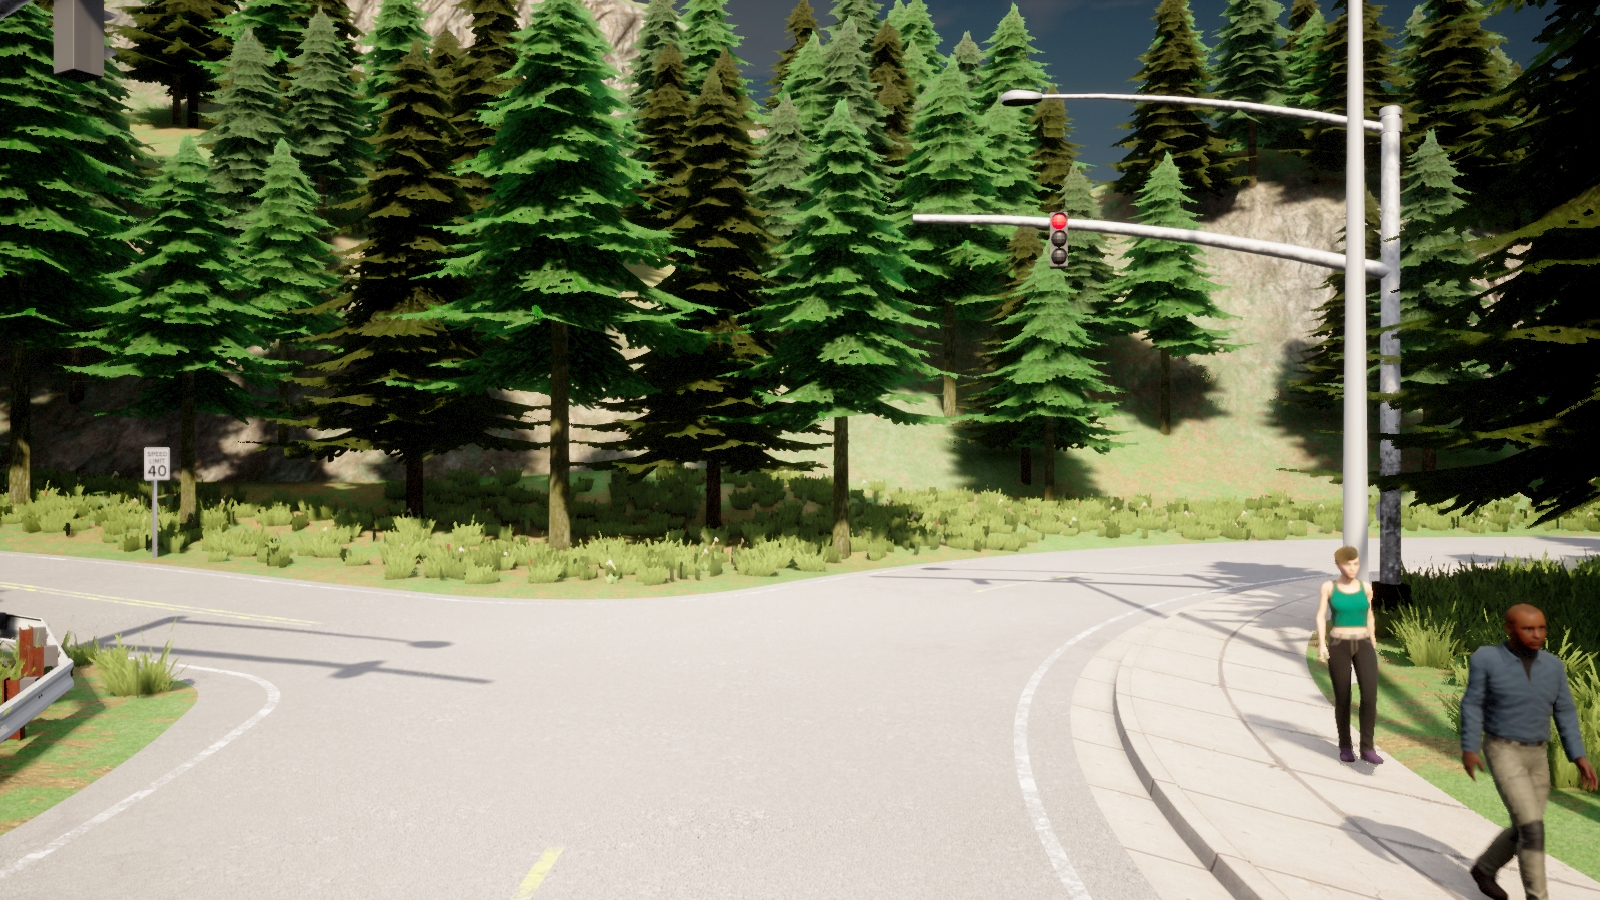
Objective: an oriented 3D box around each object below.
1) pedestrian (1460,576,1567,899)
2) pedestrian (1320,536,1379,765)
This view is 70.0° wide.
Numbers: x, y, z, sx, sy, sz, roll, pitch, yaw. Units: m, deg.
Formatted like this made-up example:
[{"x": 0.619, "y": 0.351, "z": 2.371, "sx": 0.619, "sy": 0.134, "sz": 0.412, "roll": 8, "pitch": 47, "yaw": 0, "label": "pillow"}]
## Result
[{"x": 4.065, "y": 1.669, "z": 6.522, "sx": 0.375, "sy": 1.860, "sz": 0.375, "roll": 0, "pitch": 0, "yaw": 0, "label": "pedestrian"}, {"x": 4.630, "y": 1.669, "z": 9.637, "sx": 0.375, "sy": 1.860, "sz": 0.375, "roll": 0, "pitch": 0, "yaw": 13, "label": "pedestrian"}]
